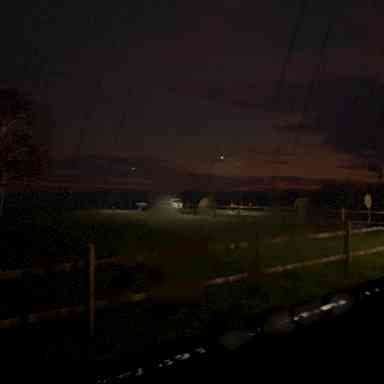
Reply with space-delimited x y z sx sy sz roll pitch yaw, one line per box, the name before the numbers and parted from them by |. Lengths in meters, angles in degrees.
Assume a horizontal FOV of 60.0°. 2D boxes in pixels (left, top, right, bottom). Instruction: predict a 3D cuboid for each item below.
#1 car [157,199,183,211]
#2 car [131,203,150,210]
car | -3.667 2.186 54.883 2.150 2.045 5.566 0 -1 -36
car | -9.738 2.723 63.671 2.033 1.411 5.357 0 -1 -34
